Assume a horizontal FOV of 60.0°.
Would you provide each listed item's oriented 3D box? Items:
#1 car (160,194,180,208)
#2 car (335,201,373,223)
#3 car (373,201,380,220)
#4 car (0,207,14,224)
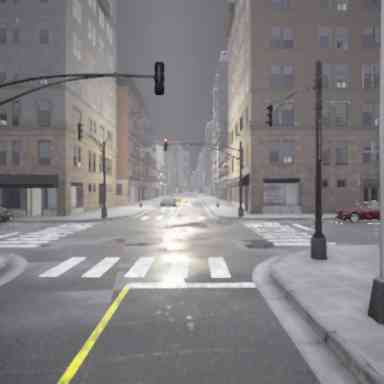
[{"bbox_3d":[-3.073,1.306,43.742,1.994,1.385,4.181,0,0,0],"label":"car"},{"bbox_3d":[12.139,1.318,22.682,4.507,1.381,1.887,-1,1,0],"label":"car"},{"bbox_3d":[12.231,1.312,16.830,4.892,1.490,1.837,-1,0,0],"label":"car"},{"bbox_3d":[-14.624,1.585,22.875,4.403,1.369,2.008,-1,1,0],"label":"car"}]
